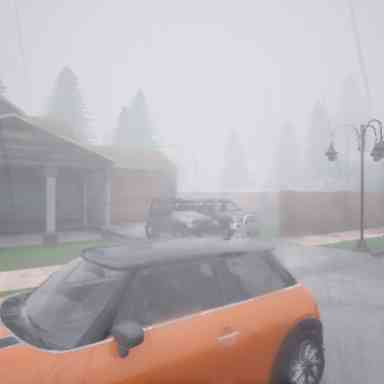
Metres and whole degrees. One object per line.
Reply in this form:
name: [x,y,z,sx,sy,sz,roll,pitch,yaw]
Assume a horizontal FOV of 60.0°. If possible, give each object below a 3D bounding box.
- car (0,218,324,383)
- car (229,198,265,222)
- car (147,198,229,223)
car: [-0.680,1.359,3.499,4.553,1.767,2.097,0,0,-35]
car: [1.298,1.227,16.247,1.932,1.855,4.605,0,0,-36]
car: [-0.521,1.216,14.469,1.905,1.878,3.866,0,0,-36]
